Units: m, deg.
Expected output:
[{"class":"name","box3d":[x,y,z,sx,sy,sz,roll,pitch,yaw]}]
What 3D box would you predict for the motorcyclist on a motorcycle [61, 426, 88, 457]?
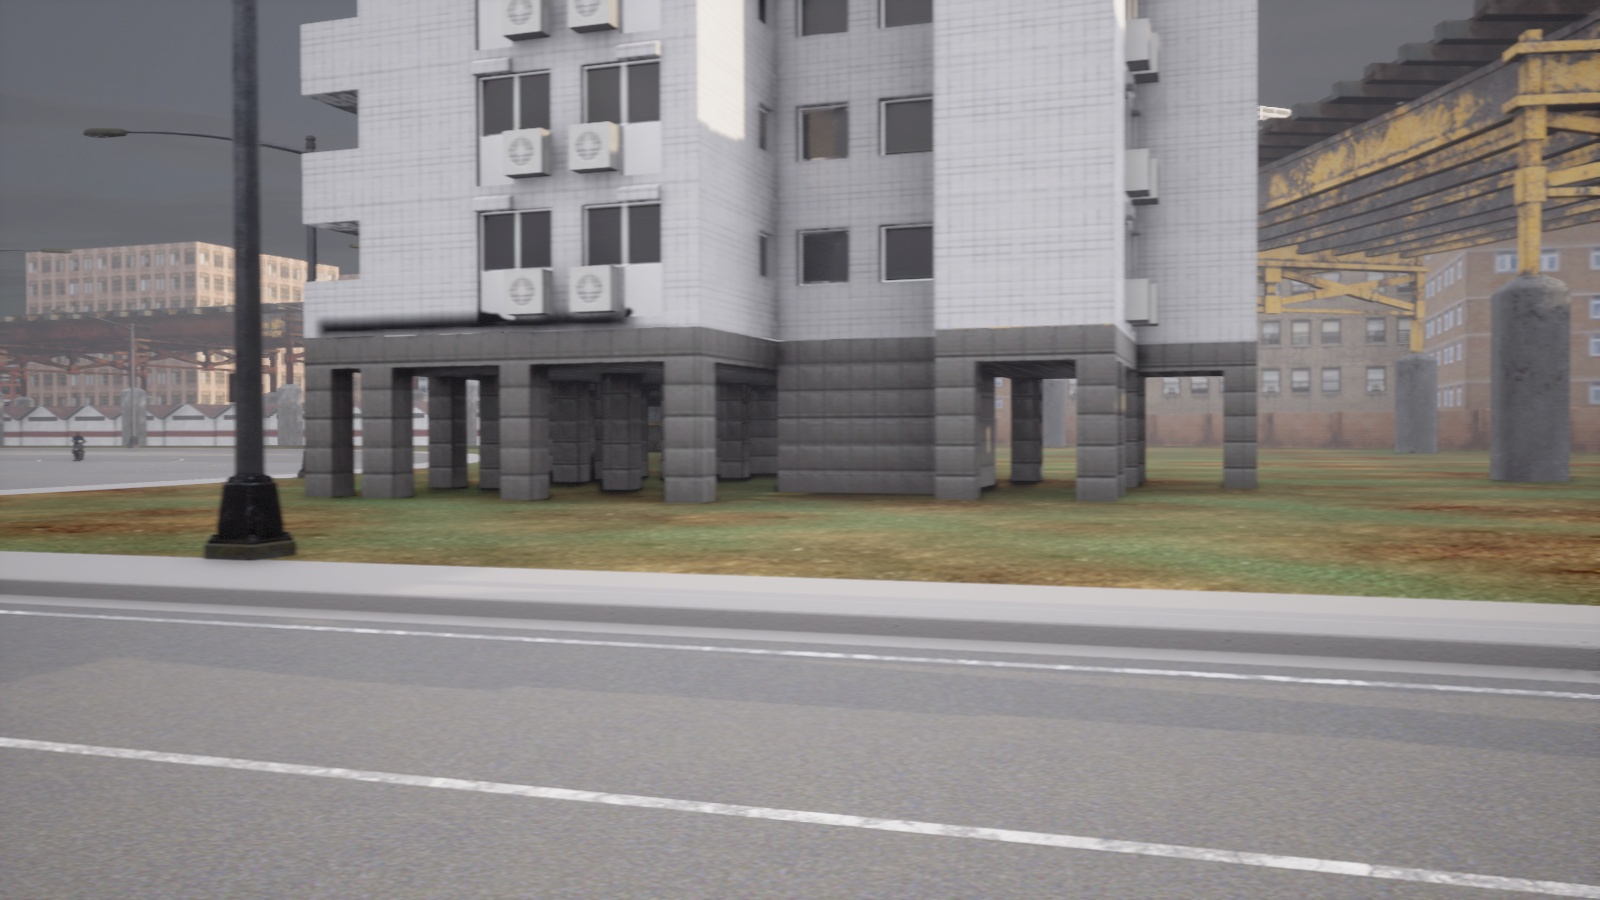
[{"class":"motorcyclist on a motorcycle","box3d":[-37.937,-0.463,65.643,0.866,1.590,1.817,2,0,-40]}]
